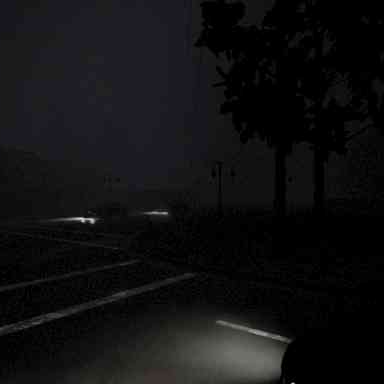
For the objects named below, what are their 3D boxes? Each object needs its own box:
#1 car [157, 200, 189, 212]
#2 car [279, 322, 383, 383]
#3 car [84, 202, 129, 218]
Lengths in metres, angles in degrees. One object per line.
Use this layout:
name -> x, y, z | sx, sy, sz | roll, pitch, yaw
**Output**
car -> -2.120, 1.564, 38.553 | 1.994, 1.385, 4.181 | 0, 0, 34
car -> 2.850, 1.526, 1.942 | 4.674, 1.442, 1.812 | 0, 0, 36
car -> -7.708, 1.564, 30.267 | 1.994, 1.385, 4.181 | 0, 0, 34
